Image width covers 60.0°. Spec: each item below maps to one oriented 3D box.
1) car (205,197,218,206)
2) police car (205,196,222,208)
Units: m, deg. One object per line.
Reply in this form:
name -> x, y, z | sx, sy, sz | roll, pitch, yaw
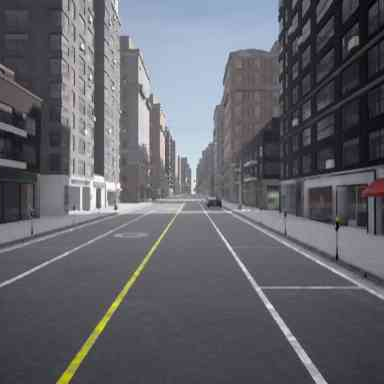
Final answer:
car -> 3.148, 1.524, 54.728 | 1.812, 1.442, 4.674 | 0, 0, 0
police car -> 3.133, 1.420, 47.837 | 1.930, 1.638, 5.238 | 0, 0, 0
